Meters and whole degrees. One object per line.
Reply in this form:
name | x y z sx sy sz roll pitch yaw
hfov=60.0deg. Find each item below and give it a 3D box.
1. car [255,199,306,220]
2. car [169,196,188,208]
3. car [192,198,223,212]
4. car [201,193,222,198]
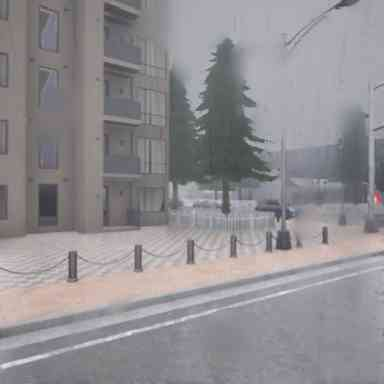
car | 7.789 1.454 29.524 2.097 1.767 4.553 0 0 -37
car | -3.325 1.660 50.317 2.033 1.411 5.357 0 0 -37
car | 1.749 1.665 37.516 1.994 1.385 4.181 0 0 -37
car | 5.344 1.328 92.595 1.932 1.855 4.605 0 0 -37
